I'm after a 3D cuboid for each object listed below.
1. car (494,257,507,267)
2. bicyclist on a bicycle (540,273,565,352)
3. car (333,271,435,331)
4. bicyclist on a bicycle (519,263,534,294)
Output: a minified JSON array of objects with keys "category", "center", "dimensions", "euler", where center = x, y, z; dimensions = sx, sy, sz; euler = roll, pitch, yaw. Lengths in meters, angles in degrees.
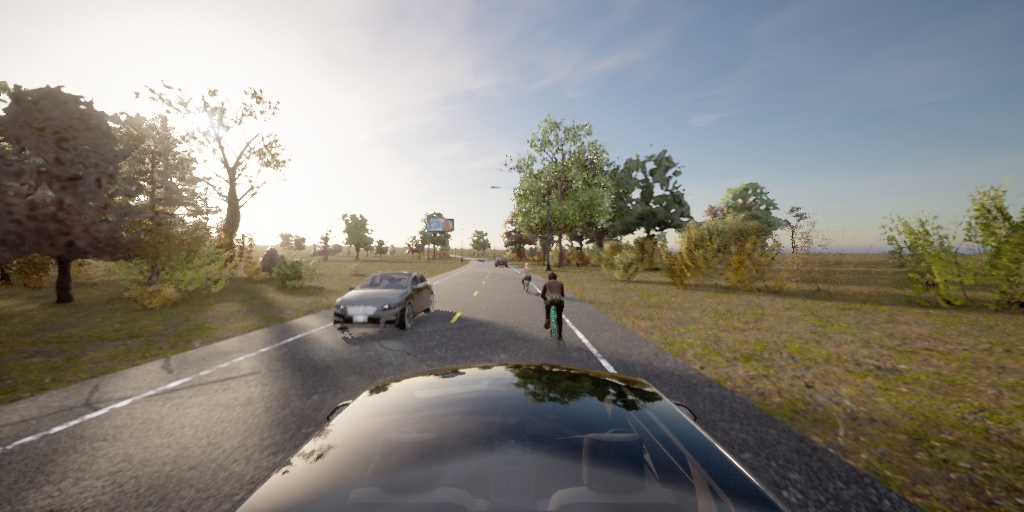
[{"category":"car","center":[-1.934,1.037,63.533],"dimensions":[2.097,1.767,4.553],"euler":[0,0,-4]},{"category":"bicyclist on a bicycle","center":[0.921,1.200,7.976],"dimensions":[0.582,1.620,1.656],"euler":[0,0,0]},{"category":"car","center":[-3.673,1.238,11.071],"dimensions":[2.128,1.511,4.902],"euler":[0,0,-1]},{"category":"bicyclist on a bicycle","center":[0.782,1.176,19.159],"dimensions":[0.866,1.612,1.509],"euler":[0,0,-1]}]
